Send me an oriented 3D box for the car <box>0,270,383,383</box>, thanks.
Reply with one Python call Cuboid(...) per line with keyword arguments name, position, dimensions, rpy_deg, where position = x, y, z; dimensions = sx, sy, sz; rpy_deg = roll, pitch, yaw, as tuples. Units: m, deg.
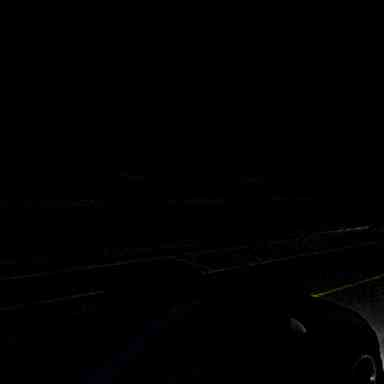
Cuboid(name="car", position=(0.126, 1.563, 3.408), dimensions=(4.181, 1.385, 1.994), rpy_deg=(0, 0, -36))
